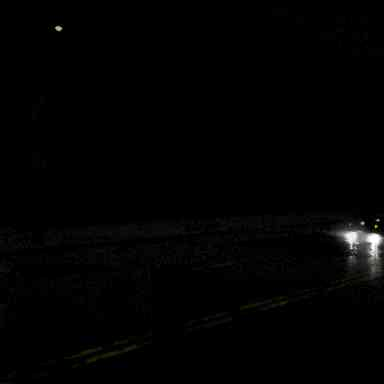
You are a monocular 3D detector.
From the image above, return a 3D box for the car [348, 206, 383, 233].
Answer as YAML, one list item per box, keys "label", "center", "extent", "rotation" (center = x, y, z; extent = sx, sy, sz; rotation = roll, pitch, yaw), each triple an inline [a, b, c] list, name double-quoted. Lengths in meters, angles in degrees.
- label: "car"
  center: [11.011, 1.527, 19.458]
  extent: [4.181, 1.385, 1.994]
  rotation: [0, 0, -35]
